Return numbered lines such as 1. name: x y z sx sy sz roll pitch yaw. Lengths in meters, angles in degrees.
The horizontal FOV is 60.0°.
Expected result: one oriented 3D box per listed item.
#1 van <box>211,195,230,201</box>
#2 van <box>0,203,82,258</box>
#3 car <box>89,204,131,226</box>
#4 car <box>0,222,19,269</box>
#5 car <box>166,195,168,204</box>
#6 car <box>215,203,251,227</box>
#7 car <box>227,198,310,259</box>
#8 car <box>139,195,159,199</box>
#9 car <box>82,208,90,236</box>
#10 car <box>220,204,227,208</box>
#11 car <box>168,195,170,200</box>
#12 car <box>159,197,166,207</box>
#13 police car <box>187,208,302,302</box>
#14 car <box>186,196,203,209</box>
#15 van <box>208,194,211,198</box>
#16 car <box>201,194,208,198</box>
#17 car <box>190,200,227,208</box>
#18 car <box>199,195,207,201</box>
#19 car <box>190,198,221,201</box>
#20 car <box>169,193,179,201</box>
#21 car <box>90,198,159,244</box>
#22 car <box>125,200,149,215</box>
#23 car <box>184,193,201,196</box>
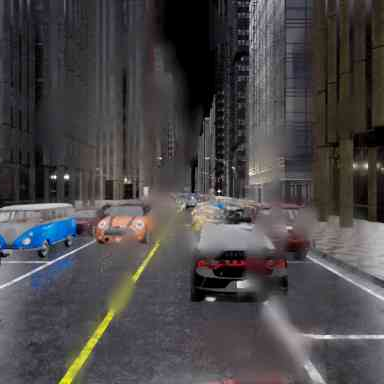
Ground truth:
1. van: 2.832 1.343 29.350 1.690 1.788 3.998 0 0 0
2. van: -5.734 1.341 12.499 1.690 1.788 3.998 0 0 0
3. car: -5.707 1.567 23.735 1.947 1.339 4.313 0 0 0
4. car: -5.748 1.566 6.880 1.947 1.339 4.313 0 0 0
5. car: -5.624 1.592 57.445 1.802 1.307 4.206 0 0 0
6. car: 2.818 1.552 23.731 2.008 1.369 4.403 0 0 0
7. car: 2.791 1.315 12.493 2.192 1.841 5.009 0 0 0
8. car: -5.666 1.320 40.590 2.192 1.841 5.009 0 0 0
9. car: -5.721 1.545 18.117 1.887 1.381 4.507 0 0 0
10. car: 2.805 1.566 18.113 1.947 1.339 4.313 0 0 0
11. car: -5.610 1.595 63.064 1.802 1.307 4.206 0 0 0
12. car: -5.638 1.553 51.827 1.887 1.381 4.507 0 0 0
13. police car: 0.918 1.425 8.431 1.930 1.638 5.238 0 0 0
14. car: 0.145 1.570 45.642 1.994 1.385 4.181 0 0 0
15. van: 2.846 1.344 34.969 1.690 1.788 3.998 0 0 0
16. car: 2.914 1.328 63.063 2.192 1.841 5.009 0 0 0
17. car: 0.929 1.457 18.511 1.801 1.575 5.366 0 0 0
18. car: 2.980 1.581 89.916 2.008 1.369 4.403 0 0 0
19. car: 0.911 1.457 24.511 1.801 1.575 5.366 0 0 0
20. car: -5.545 1.346 89.918 2.192 1.841 5.009 0 0 0
21. car: -2.964 1.352 15.761 2.097 1.767 4.553 0 0 0
22. car: -5.679 1.585 34.972 1.802 1.307 4.206 0 0 0
23. car: 0.148 1.233 60.969 2.150 2.045 5.566 0 0 0
